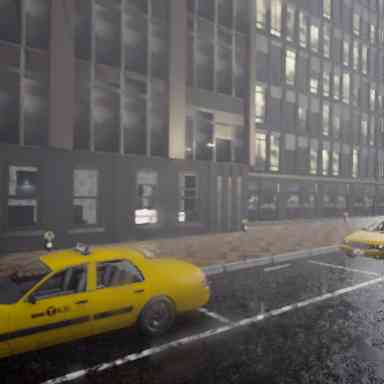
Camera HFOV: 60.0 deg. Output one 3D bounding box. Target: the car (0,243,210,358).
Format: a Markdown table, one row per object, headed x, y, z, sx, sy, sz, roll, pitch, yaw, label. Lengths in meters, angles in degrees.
| x | y | z | sx | sy | sz | roll | pitch | yaw | label |
| --- | --- | --- | --- | --- | --- | --- | --- | --- | --- |
| -1.956 | 1.525 | 5.150 | 4.829 | 1.417 | 1.752 | 0 | 1 | -36 | car |

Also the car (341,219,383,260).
| x | y | z | sx | sy | sz | roll | pitch | yaw | label |
| --- | --- | --- | --- | --- | --- | --- | --- | --- | --- |
| 7.071 | 1.521 | 11.595 | 4.829 | 1.417 | 1.752 | 0 | 1 | -36 | car |
